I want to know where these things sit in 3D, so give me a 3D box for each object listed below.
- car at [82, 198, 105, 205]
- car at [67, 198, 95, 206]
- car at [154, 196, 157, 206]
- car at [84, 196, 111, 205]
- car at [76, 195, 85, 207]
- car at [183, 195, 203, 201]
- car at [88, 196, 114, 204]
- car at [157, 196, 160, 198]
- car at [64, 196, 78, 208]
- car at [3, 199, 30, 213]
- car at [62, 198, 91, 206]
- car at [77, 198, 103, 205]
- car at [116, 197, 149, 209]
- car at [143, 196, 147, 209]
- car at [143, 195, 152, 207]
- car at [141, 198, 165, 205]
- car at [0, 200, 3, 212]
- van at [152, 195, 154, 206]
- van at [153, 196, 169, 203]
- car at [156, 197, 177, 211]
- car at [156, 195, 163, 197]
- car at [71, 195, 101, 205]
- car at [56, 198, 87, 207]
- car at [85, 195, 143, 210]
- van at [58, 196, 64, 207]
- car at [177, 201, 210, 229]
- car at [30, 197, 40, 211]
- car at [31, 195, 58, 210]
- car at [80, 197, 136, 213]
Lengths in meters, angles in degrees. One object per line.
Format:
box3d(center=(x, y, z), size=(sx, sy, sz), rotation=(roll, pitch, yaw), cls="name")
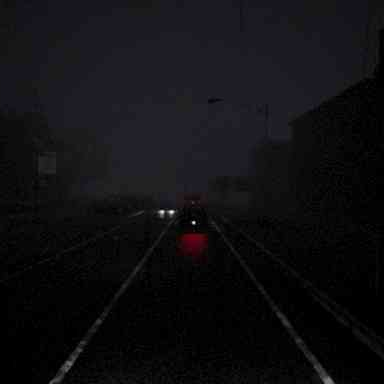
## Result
box3d(center=(-21.946, 2.104, 74.374), size=(4.674, 1.452, 2.002), rotation=(0, -1, 0), cls="car")
box3d(center=(-21.966, 1.976, 66.145), size=(4.792, 1.488, 2.163), rotation=(0, -1, 0), cls="car")
box3d(center=(-8.839, 1.802, 55.102), size=(4.892, 1.521, 2.231), rotation=(0, -1, 0), cls="car")
box3d(center=(-21.923, 1.858, 77.286), size=(5.566, 2.045, 2.435), rotation=(0, -1, 0), cls="car")
box3d(center=(-21.742, 1.834, 57.790), size=(5.366, 1.575, 1.946), rotation=(0, -1, 0), cls="car")
box3d(center=(0.103, 1.369, 40.510), size=(2.150, 2.045, 5.566), rotation=(0, -1, 0), cls="car")
box3d(center=(-21.927, 1.902, 79.948), size=(5.566, 2.045, 2.435), rotation=(0, -1, 0), cls="car")
box3d(center=(-8.846, 1.874, 60.708), size=(5.008, 1.535, 2.097), rotation=(0, -1, 0), cls="car")
box3d(center=(-21.922, 1.841, 55.004), size=(4.674, 1.452, 2.002), rotation=(0, -1, 0), cls="car")
box3d(center=(-21.928, 1.610, 38.298), size=(5.008, 1.535, 2.097), rotation=(0, 0, 0), cls="car")
box3d(center=(-21.905, 1.940, 63.360), size=(4.792, 1.488, 2.163), rotation=(0, -1, 0), cls="car")
box3d(center=(-21.939, 2.025, 71.715), size=(5.008, 1.535, 2.097), rotation=(0, -1, 0), cls="car")
box3d(center=(-8.810, 1.602, 49.496), size=(4.553, 1.767, 2.185), rotation=(0, -1, 0), cls="car")
box3d(center=(-8.847, 1.663, 43.889), size=(4.892, 1.521, 2.231), rotation=(0, -1, 0), cls="car")
box3d(center=(-8.869, 1.444, 46.697), size=(5.566, 2.045, 2.435), rotation=(0, -1, 0), cls="car")
box3d(center=(-9.058, 2.109, 77.523), size=(5.366, 1.575, 1.946), rotation=(0, -1, 0), cls="car")
box3d(center=(-21.921, 1.571, 32.730), size=(5.008, 1.535, 2.097), rotation=(0, 0, 0), cls="car")
box3d(center=(-8.727, 1.539, 52.301), size=(4.442, 1.987, 1.878), rotation=(0, -1, 0), cls="van")
box3d(center=(-8.777, 2.160, 94.344), size=(4.442, 1.987, 1.878), rotation=(0, -1, 0), cls="van")
box3d(center=(-3.246, 1.759, 45.429), size=(2.033, 1.411, 5.357), rotation=(0, -1, 0), cls="car")
box3d(center=(-8.883, 1.659, 63.515), size=(5.566, 2.045, 2.435), rotation=(0, -1, 0), cls="car")
box3d(center=(-21.913, 1.733, 68.932), size=(5.566, 2.045, 2.435), rotation=(0, -1, 0), cls="car")
box3d(center=(-21.925, 1.874, 60.576), size=(5.008, 1.535, 2.097), rotation=(0, -1, 0), cls="car")
box3d(center=(-8.872, 1.359, 38.287), size=(5.566, 2.045, 2.435), rotation=(0, -1, 0), cls="car")
box3d(center=(-22.037, 1.502, 49.436), size=(4.442, 1.987, 1.878), rotation=(0, -1, 0), cls="van")
box3d(center=(0.101, 1.573, 22.004), size=(1.837, 1.490, 4.892), rotation=(0, 0, 0), cls="car")
box3d(center=(-21.924, 1.676, 41.084), size=(4.674, 1.452, 2.002), rotation=(0, -1, 0), cls="car")
box3d(center=(-21.889, 1.569, 46.654), size=(4.553, 1.767, 2.185), rotation=(0, -1, 0), cls="car")
box3d(center=(-8.839, 1.590, 35.484), size=(4.892, 1.521, 2.231), rotation=(0, 0, 0), cls="car")
